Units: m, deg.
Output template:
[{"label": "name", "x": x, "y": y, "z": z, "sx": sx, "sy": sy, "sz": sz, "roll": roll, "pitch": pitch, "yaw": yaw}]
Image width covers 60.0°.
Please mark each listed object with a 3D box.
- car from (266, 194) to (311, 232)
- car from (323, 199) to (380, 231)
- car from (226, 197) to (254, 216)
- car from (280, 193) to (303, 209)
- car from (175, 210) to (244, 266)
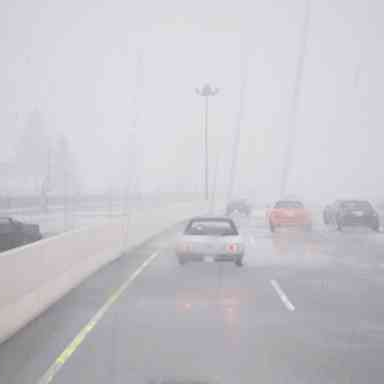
[{"label": "car", "x": 5.397, "y": 1.171, "z": 19.032, "sx": 2.097, "sy": 1.767, "sz": 4.553, "roll": 0, "pitch": 1, "yaw": 10}, {"label": "car", "x": 9.003, "y": 1.170, "z": 19.211, "sx": 2.097, "sy": 1.767, "sz": 4.553, "roll": 0, "pitch": 1, "yaw": 11}, {"label": "car", "x": 4.128, "y": 1.233, "z": 28.642, "sx": 1.837, "sy": 1.490, "sz": 4.892, "roll": 0, "pitch": 1, "yaw": 16}, {"label": "car", "x": 11.839, "y": 0.979, "z": 39.392, "sx": 2.097, "sy": 1.767, "sz": 4.553, "roll": 0, "pitch": 1, "yaw": 24}, {"label": "car", "x": 0.679, "y": 1.494, "z": 11.143, "sx": 1.895, "sy": 1.301, "sz": 4.718, "roll": 0, "pitch": 1, "yaw": 5}]
